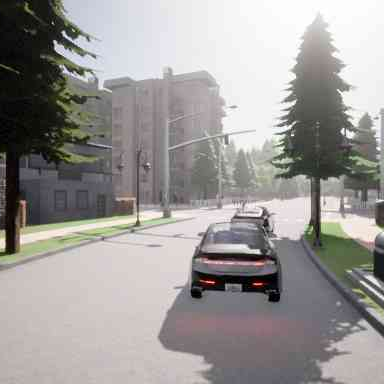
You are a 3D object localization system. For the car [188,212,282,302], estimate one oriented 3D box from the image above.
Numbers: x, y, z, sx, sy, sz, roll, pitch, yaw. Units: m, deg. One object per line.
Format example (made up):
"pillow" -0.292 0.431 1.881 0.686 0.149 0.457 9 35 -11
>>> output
"car" 1.106 1.492 8.335 2.128 1.511 4.902 0 0 9

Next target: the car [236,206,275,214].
"car" 3.233 1.492 17.443 2.128 1.511 4.902 0 0 18
